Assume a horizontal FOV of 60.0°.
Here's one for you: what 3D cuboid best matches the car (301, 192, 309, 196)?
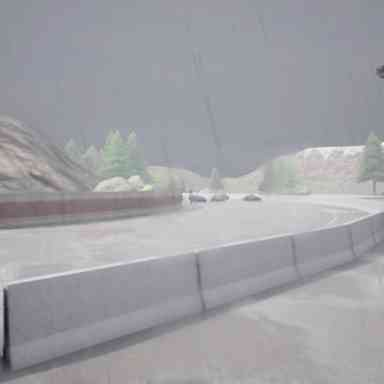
[{"bbox_3d":[27.980,0.691,84.670,1.994,1.385,4.181,-1,0,-15],"label":"car"}]

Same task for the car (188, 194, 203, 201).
[{"bbox_3d":[0.737,1.291,78.157,2.128,1.511,4.902,-1,0,-15],"label":"car"}]

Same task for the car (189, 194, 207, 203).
[{"bbox_3d":[1.321,1.374,62.772,2.033,1.411,5.357,-1,0,-15],"label":"car"}]

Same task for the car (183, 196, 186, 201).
[{"bbox_3d":[-2.804,1.341,77.832,2.128,1.511,4.902,-1,0,-15],"label":"car"}]

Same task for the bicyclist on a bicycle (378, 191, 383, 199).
[{"bbox_3d":[38.201,0.585,66.837,1.656,1.620,0.582,21,-4,-14],"label":"bicyclist on a bicycle"}]

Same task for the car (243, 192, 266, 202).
[{"bbox_3d":[11.697,1.207,64.703,2.033,1.411,5.357,-1,0,-15],"label":"car"}]

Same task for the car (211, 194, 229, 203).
[{"bbox_3d":[4.906,1.297,62.894,1.812,1.442,4.674,-1,0,-15],"label":"car"}]

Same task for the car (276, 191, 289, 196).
[{"bbox_3d":[21.238,0.604,82.778,2.097,1.767,4.553,-1,0,-15],"label":"car"}]

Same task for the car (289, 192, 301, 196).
[{"bbox_3d":[24.606,0.718,83.739,1.812,1.442,4.674,-1,0,-15],"label":"car"}]

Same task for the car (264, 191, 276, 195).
[{"bbox_3d":[17.864,0.660,81.847,2.097,1.767,4.553,-1,0,-15],"label":"car"}]
